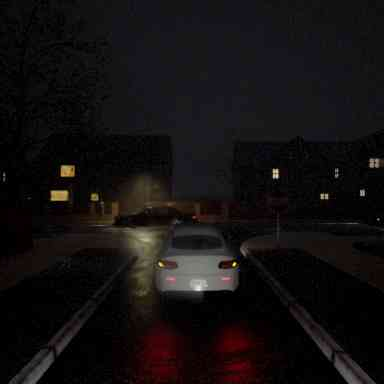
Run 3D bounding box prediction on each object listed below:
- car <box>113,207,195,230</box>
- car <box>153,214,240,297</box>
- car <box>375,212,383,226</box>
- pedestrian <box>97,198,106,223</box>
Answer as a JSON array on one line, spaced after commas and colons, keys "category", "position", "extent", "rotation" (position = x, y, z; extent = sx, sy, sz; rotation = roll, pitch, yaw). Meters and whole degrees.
[{"category": "car", "position": [-2.324, 1.662, 21.685], "extent": [5.357, 1.411, 2.033], "rotation": [0, -1, 1]}, {"category": "car", "position": [0.064, 1.530, 8.496], "extent": [1.812, 1.442, 4.674], "rotation": [0, 0, -1]}, {"category": "car", "position": [14.388, 1.490, 21.476], "extent": [4.674, 1.442, 1.812], "rotation": [0, -1, 1]}, {"category": "pedestrian", "position": [-6.716, 1.370, 24.665], "extent": [0.375, 1.860, 0.375], "rotation": [0, -1, 1]}]
